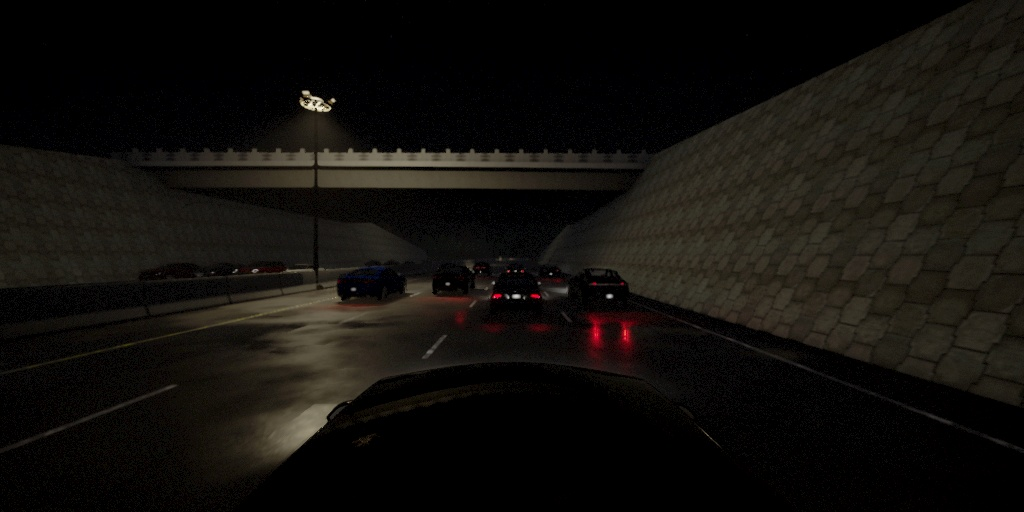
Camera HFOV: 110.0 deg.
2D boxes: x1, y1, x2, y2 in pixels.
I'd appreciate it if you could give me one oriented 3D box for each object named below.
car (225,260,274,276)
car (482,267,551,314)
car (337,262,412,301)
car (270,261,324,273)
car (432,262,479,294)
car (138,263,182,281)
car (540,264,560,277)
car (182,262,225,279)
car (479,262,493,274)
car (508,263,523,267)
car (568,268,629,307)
[{"bbox_3d":[-20.906,1.190,30.002,2.097,1.767,4.553,0,0,0],"label":"car"},{"bbox_3d":[0.168,1.339,13.879,2.033,1.411,5.357,0,0,1],"label":"car"},{"bbox_3d":[-6.798,1.280,17.903,1.882,1.535,5.008,0,0,1],"label":"car"},{"bbox_3d":[-17.408,1.365,29.816,1.812,1.442,4.674,0,0,0],"label":"car"},{"bbox_3d":[-3.275,1.291,20.861,1.882,1.535,5.008,0,0,0],"label":"car"},{"bbox_3d":[-27.907,1.313,29.795,1.882,1.535,5.008,0,0,0],"label":"car"},{"bbox_3d":[3.846,1.473,37.565,1.895,1.301,4.718,0,0,0],"label":"car"},{"bbox_3d":[-24.403,1.330,30.373,2.128,1.511,4.902,0,0,0],"label":"car"},{"bbox_3d":[-3.146,1.377,38.612,1.837,1.490,4.892,0,-1,0],"label":"car"},{"bbox_3d":[0.321,1.407,34.134,2.033,1.411,5.357,0,0,0],"label":"car"},{"bbox_3d":[3.683,1.291,15.858,2.128,1.511,4.902,0,0,0],"label":"car"}]
